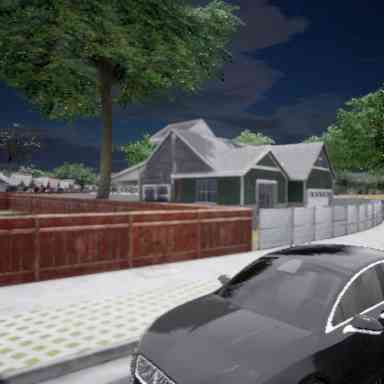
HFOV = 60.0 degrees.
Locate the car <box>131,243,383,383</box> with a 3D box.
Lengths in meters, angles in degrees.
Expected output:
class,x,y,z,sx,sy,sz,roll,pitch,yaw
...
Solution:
class,x,y,z,sx,sy,sz,roll,pitch,yaw
car,1.610,1.523,4.299,4.892,1.490,1.837,0,0,-36
